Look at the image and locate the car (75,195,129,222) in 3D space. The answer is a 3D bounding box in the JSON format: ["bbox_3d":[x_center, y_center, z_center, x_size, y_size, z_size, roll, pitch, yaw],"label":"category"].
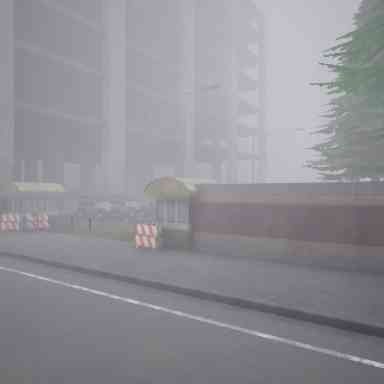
[{"bbox_3d":[-6.853,1.169,24.470,3.866,1.878,1.905,0,0,35],"label":"car"}]

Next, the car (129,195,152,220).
[{"bbox_3d":[-5.170,1.168,26.882,3.866,1.878,1.905,0,0,35],"label":"car"}]
